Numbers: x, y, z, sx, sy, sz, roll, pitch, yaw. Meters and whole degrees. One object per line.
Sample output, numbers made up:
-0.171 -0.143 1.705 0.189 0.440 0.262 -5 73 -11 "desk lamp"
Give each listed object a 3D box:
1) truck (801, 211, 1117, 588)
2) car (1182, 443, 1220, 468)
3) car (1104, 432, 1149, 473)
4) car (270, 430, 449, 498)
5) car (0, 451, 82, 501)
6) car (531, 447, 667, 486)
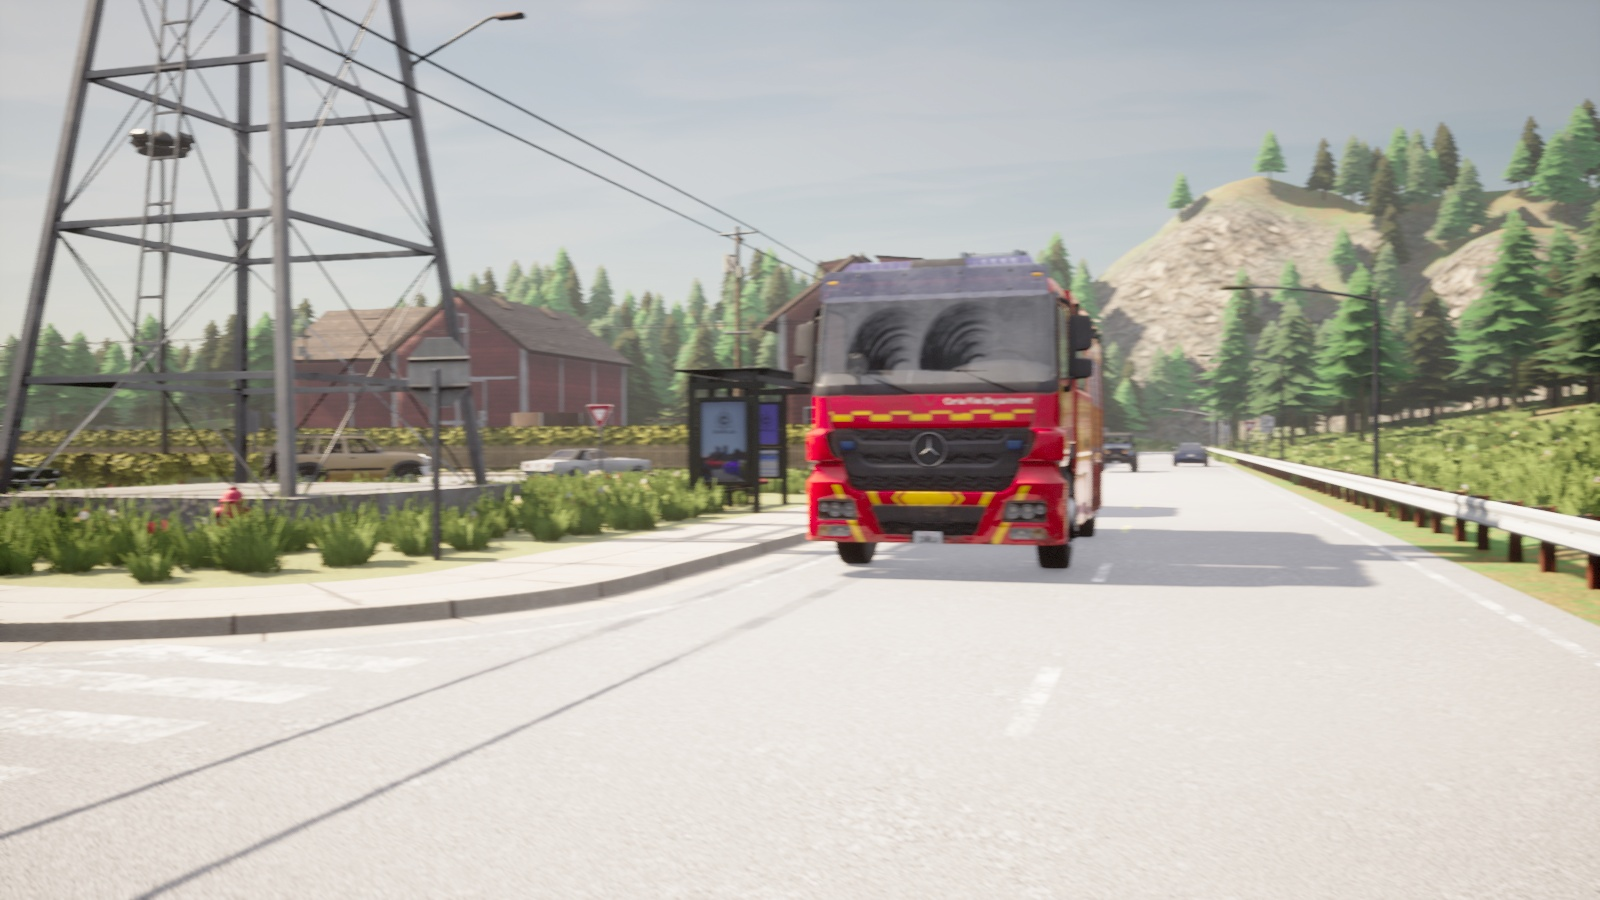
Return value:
2.634 -0.538 17.196 2.891 3.827 8.468 0 0 17 "truck"
22.929 0.275 71.871 1.994 1.385 4.181 0 0 17 "car"
15.490 0.110 59.445 1.905 1.878 3.866 0 0 17 "car"
-12.892 0.360 36.870 4.605 1.855 1.932 0 1 -36 "car"
-22.477 0.687 34.519 4.718 1.301 1.895 0 0 14 "car"
-7.292 0.569 45.828 1.895 1.301 4.718 0 0 43 "car"
